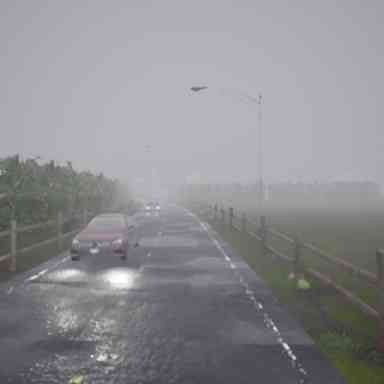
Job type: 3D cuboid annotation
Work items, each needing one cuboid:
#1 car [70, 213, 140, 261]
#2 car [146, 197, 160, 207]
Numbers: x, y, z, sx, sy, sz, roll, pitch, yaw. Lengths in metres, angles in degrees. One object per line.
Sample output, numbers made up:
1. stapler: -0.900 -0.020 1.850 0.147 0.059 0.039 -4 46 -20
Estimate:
1. car: -3.074 1.567 12.598 1.812 1.442 4.674 0 0 -2
2. car: -6.406 1.662 54.915 1.837 1.490 4.892 0 0 -7
